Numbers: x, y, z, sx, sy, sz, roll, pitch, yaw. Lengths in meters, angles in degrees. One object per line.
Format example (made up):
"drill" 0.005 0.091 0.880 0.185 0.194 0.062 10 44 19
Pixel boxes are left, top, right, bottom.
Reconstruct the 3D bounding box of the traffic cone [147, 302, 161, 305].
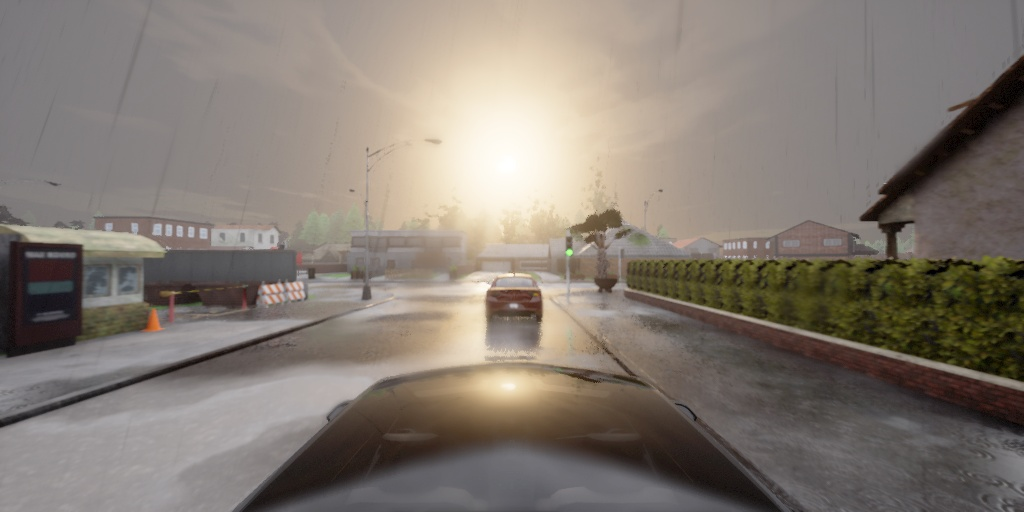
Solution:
"traffic cone" -10.385 1.680 10.185 0.344 0.586 0.344 0 0 0

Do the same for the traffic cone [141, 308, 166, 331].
"traffic cone" -9.666 1.702 9.664 0.344 0.586 0.344 0 0 0

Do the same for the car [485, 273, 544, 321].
"car" 0.100 1.381 13.273 1.882 1.535 5.008 0 -1 1
